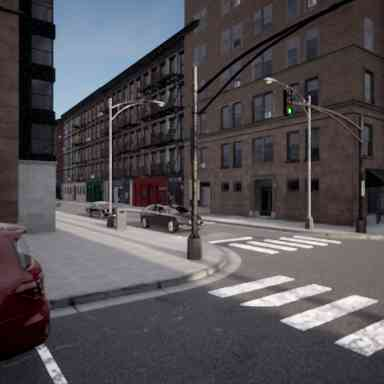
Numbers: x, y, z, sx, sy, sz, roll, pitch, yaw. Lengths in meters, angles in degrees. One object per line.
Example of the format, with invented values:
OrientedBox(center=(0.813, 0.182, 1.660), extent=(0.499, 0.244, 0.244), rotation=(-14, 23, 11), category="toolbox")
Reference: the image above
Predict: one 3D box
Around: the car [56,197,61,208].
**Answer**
OrientedBox(center=(-18.543, 1.296, 43.634), extent=(2.128, 1.511, 4.902), rotation=(0, 0, -35), category="car")

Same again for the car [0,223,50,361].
OrientedBox(center=(-4.082, 1.315, 3.279), extent=(5.009, 1.841, 2.192), rotation=(0, 0, -35), category="car")

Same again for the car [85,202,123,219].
OrientedBox(center=(-7.291, 1.491, 27.772), extent=(1.895, 1.301, 4.718), rotation=(0, 0, -35), category="car")

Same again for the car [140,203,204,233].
OrientedBox(center=(-1.297, 1.443, 19.363), extent=(1.837, 1.490, 4.892), rotation=(0, 0, -37), category="car")
